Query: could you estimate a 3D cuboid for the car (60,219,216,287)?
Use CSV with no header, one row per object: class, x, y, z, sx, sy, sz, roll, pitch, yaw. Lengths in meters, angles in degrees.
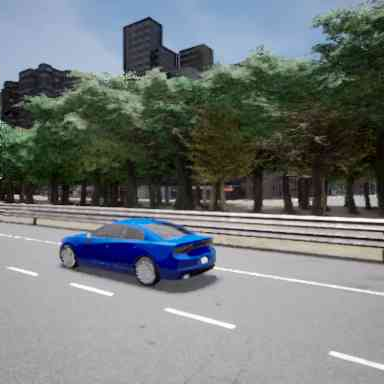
car,-1.720,1.494,9.397,5.008,1.535,1.882,0,0,36
